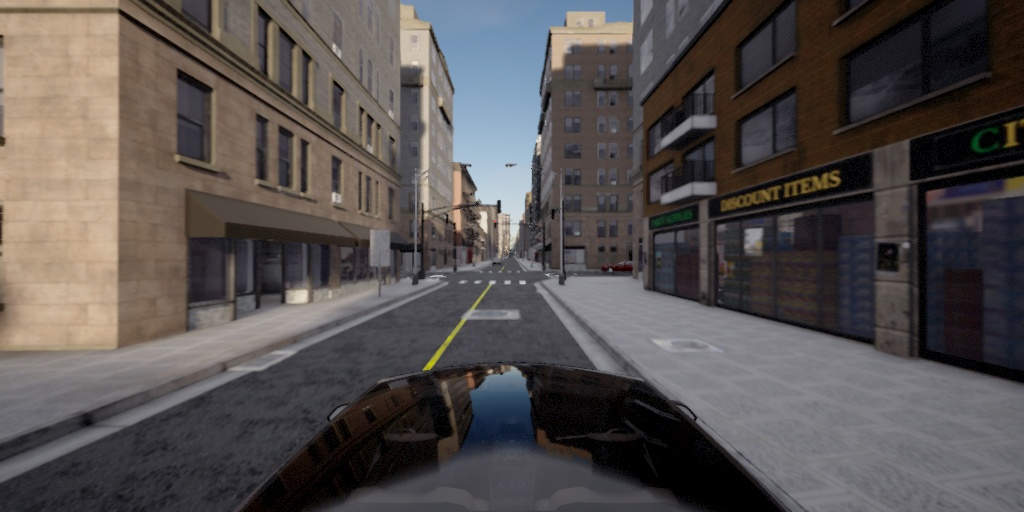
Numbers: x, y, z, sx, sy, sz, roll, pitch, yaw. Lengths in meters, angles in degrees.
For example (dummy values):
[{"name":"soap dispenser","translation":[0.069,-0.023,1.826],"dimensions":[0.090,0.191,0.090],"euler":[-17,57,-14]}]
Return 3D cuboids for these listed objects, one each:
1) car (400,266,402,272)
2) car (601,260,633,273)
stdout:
[{"name":"car","translation":[-14.577,1.424,40.242],"dimensions":[4.403,1.370,2.007],"euler":[0,0,0]},{"name":"car","translation":[12.185,1.158,40.023],"dimensions":[4.507,1.381,1.888],"euler":[0,0,0]}]
